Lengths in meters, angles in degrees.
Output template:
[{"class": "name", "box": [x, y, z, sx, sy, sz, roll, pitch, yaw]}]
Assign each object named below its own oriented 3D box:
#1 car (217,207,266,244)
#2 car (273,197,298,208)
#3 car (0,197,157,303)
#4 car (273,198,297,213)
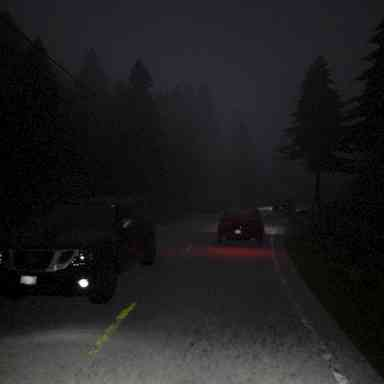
[{"class": "car", "box": [2.407, 1.418, 15.584, 1.882, 1.535, 5.008, 0, 0, 13]}, {"class": "car", "box": [13.455, 1.451, 47.729, 1.895, 1.301, 4.718, 0, 0, 35]}, {"class": "car", "box": [-2.456, 1.168, 8.520, 2.150, 2.045, 5.566, 0, 0, 8]}, {"class": "car", "box": [9.803, 1.381, 34.941, 2.128, 1.511, 4.902, 0, 0, 26]}]
